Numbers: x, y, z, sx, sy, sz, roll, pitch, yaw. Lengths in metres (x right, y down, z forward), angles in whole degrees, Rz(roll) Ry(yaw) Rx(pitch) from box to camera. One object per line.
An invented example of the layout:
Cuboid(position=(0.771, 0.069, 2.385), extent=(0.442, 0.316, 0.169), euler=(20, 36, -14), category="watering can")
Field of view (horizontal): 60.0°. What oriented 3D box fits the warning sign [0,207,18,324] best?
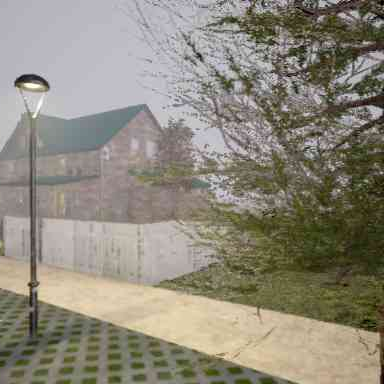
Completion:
Cuboid(position=(-3.733, 1.190, 5.339), extent=(1.060, 1.860, 1.300), euler=(0, -1, 35), category="warning sign")
